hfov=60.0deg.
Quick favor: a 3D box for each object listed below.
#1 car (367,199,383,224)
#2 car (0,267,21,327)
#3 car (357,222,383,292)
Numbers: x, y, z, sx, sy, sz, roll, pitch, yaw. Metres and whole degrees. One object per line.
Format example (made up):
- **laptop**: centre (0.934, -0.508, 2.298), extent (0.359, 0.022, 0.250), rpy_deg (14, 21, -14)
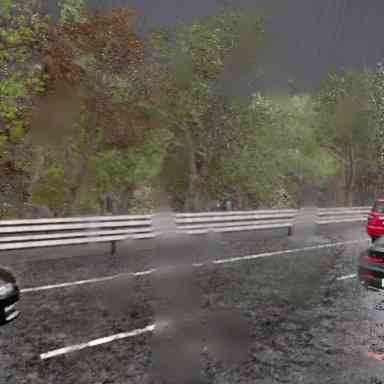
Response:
- **car**: centre (10.213, 1.330, 15.212), extent (5.566, 2.045, 2.150), rpy_deg (0, 0, -35)
- **car**: centre (-5.043, 1.479, 4.444), extent (4.902, 1.511, 2.128), rpy_deg (0, 0, -35)
- **car**: centre (5.823, 1.560, 7.854), extent (4.892, 1.490, 1.837), rpy_deg (0, 0, -35)
